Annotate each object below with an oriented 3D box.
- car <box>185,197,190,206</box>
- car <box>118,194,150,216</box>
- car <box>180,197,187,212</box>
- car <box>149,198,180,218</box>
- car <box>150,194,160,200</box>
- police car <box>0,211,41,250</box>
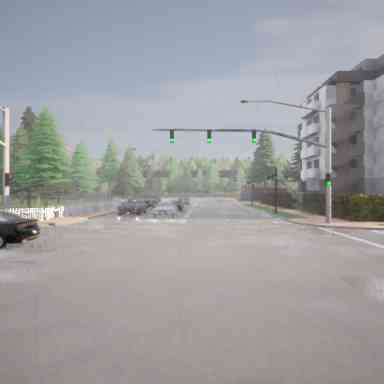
[{"bbox_3d":[-1.350,1.495,54.537,2.128,1.511,4.902,0,0,2],"label":"car"},{"bbox_3d":[-5.770,1.352,32.652,2.097,1.767,4.553,0,0,2],"label":"car"},{"bbox_3d":[-2.013,1.601,39.310,1.895,1.301,4.718,0,0,2],"label":"car"},{"bbox_3d":[-2.365,1.526,30.190,1.812,1.442,4.674,0,0,2],"label":"car"},{"bbox_3d":[-5.351,1.221,43.313,2.150,2.045,5.566,0,0,3],"label":"car"},{"bbox_3d":[-8.996,1.425,13.641,5.238,1.638,1.930,0,0,1],"label":"police car"}]
